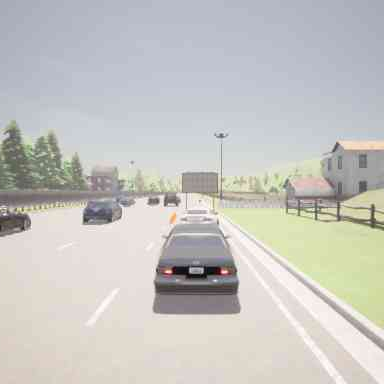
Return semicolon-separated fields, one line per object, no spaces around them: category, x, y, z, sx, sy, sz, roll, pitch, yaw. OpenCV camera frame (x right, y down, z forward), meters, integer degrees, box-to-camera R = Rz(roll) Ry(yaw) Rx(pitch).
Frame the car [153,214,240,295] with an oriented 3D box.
car;0.112;1.547;8.852;2.033;1.411;5.357;0;0;1

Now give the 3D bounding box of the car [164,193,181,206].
car;-3.316;1.221;53.390;2.150;2.045;5.566;0;0;0

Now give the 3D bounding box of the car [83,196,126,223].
car;-6.859;1.353;25.940;2.097;1.767;4.553;0;0;0

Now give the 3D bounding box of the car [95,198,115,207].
car;-13.817;1.600;52.923;1.895;1.301;4.718;0;0;0

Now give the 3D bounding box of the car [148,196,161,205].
car;-6.805;1.477;60.372;1.882;1.535;5.008;0;0;0

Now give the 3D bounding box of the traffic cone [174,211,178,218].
traffic cone;-1.448;1.955;25.209;0.340;0.580;0.340;0;0;0

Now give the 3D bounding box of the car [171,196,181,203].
car;-3.292;1.563;68.605;1.994;1.385;4.181;0;0;0

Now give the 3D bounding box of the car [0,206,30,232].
car;-10.373;1.490;17.547;2.128;1.511;4.902;0;0;0

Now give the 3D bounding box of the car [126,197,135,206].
car;-10.316;1.547;53.045;2.033;1.411;5.357;0;0;0

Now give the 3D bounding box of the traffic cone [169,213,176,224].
traffic cone;-1.451;1.955;23.209;0.340;0.580;0.340;0;0;0

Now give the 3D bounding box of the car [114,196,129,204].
car;-13.798;1.504;65.161;1.837;1.490;4.892;0;0;0

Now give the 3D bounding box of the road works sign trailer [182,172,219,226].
road works sign trailer;0.524;0.464;22.080;2.380;3.560;2.880;0;0;-3

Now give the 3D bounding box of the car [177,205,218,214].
car;0.436;1.541;18.467;1.812;1.442;4.674;-1;-1;7
